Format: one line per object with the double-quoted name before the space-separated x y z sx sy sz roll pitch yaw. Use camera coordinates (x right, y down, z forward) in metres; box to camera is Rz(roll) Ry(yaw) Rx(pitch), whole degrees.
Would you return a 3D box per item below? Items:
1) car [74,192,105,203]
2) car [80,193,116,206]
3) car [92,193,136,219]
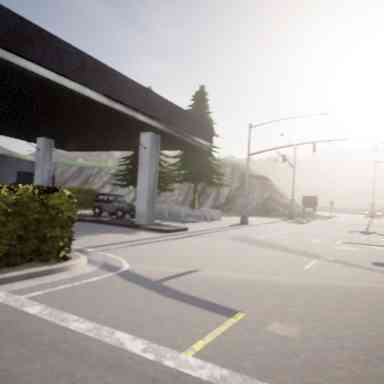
"car" -14.888 0.822 48.307 4.181 1.385 1.994 4 0 31
"car" -11.915 0.987 42.222 4.181 1.385 1.994 3 0 31
"car" -5.957 1.054 25.891 3.866 1.878 1.905 3 0 30
